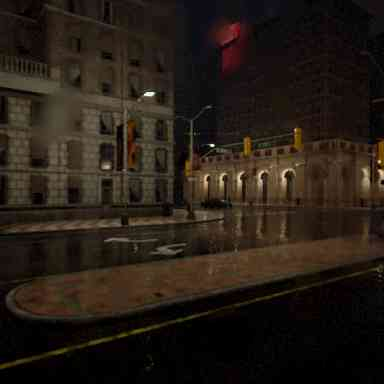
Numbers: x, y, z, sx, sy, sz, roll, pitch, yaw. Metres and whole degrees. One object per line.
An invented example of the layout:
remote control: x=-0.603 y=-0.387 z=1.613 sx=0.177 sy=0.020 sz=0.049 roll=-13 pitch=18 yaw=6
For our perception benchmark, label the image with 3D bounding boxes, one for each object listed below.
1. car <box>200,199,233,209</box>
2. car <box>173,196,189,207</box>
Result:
car: x=3.346 y=1.648 z=46.877 sx=2.033 sy=1.411 sz=5.357 roll=0 pitch=0 yaw=-36
car: x=-2.224 y=1.626 z=54.731 sx=1.812 sy=1.442 sz=4.674 roll=0 pitch=0 yaw=-35
